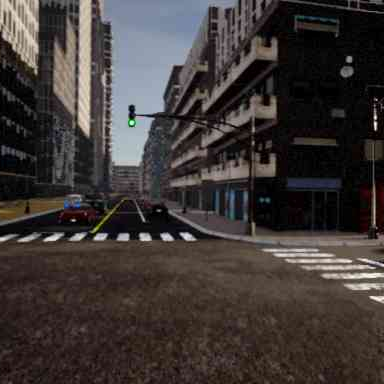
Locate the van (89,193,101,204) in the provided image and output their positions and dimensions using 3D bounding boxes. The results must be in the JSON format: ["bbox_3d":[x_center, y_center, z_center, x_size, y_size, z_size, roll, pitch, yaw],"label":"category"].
[{"bbox_3d":[-17.157,1.159,59.121,1.690,1.788,3.998,1,0,-10],"label":"van"}]

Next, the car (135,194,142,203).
[{"bbox_3d":[-7.894,1.484,55.078,2.008,1.369,4.403,1,0,-10],"label":"car"}]

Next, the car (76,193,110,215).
[{"bbox_3d":[-9.744,1.108,33.153,2.150,2.045,5.566,1,0,-10],"label":"car"}]

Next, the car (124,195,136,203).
[{"bbox_3d":[-12.093,1.490,63.598,1.895,1.301,4.718,1,0,-10],"label":"car"}]

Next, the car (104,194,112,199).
[{"bbox_3d":[-23.298,1.346,92.488,1.947,1.339,4.313,1,0,-10],"label":"car"}]

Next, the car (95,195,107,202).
[{"bbox_3d":[-19.205,1.356,70.244,2.008,1.369,4.403,1,0,-10],"label":"car"}]

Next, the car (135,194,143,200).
[{"bbox_3d":[-15.056,1.328,94.005,1.967,1.590,4.097,1,0,-10],"label":"car"}]

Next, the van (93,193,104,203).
[{"bbox_3d":[-18.180,1.153,64.683,1.690,1.788,3.998,1,0,-10],"label":"van"}]

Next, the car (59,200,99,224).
[{"bbox_3d":[-7.957,1.501,23.417,1.895,1.301,4.718,1,0,-10],"label":"car"}]

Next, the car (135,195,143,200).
[{"bbox_3d":[-14.033,1.460,88.443,1.947,1.339,4.313,1,0,-10],"label":"car"}]

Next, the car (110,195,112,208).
[{"bbox_3d":[-11.554,1.437,43.080,1.994,1.385,4.181,1,0,-10],"label":"car"}]

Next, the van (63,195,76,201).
[{"bbox_3d":[-13.064,1.188,36.878,1.690,1.788,3.998,1,0,-10],"label":"van"}]

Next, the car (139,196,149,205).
[{"bbox_3d":[-4.825,1.500,38.395,1.887,1.381,4.507,1,0,-10],"label":"car"}]

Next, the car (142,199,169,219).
[{"bbox_3d":[-3.021,1.535,28.593,1.947,1.339,4.313,1,0,-10],"label":"car"}]

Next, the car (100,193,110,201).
[{"bbox_3d":[-21.249,1.107,81.366,2.192,1.841,5.009,1,0,-10],"label":"car"}]
